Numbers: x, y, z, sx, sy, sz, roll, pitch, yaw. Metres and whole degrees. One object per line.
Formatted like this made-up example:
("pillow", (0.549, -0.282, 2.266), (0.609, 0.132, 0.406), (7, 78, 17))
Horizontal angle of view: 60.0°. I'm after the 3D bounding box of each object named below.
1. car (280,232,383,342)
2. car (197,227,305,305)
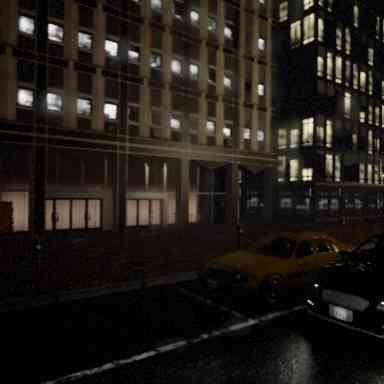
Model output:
("car", (4.211, 1.566, 6.375), (4.902, 1.511, 2.128), (1, 0, -35))
("car", (2.380, 1.595, 8.248), (4.829, 1.417, 1.752), (1, 0, -35))
